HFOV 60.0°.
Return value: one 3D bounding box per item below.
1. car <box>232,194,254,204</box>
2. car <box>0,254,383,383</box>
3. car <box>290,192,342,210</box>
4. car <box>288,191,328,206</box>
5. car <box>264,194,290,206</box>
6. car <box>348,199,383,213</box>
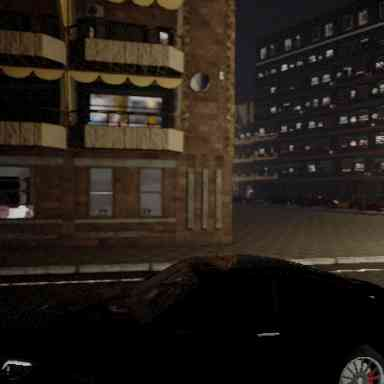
[{"bbox_3d":[6.630,0.963,46.345,1.887,1.381,4.507,2,0,-43],"label":"car"},{"bbox_3d":[0.282,1.530,3.973,4.674,1.442,1.812,1,0,-12],"label":"car"},{"bbox_3d":[14.390,1.010,38.168,2.192,1.841,5.009,2,0,-43],"label":"car"},{"bbox_3d":[16.667,0.905,47.947,2.192,1.841,5.009,2,0,-43],"label":"car"},{"bbox_3d":[12.019,1.057,44.418,1.837,1.490,4.892,0,1,-43],"label":"car"},{"bbox_3d":[18.255,1.412,34.082,1.802,1.307,4.206,2,0,-43],"label":"car"}]
